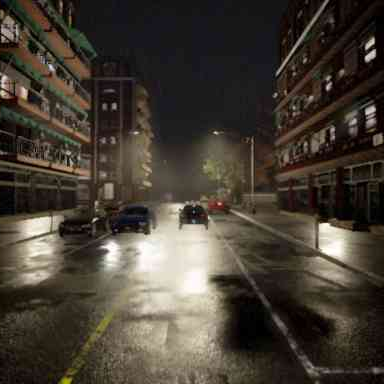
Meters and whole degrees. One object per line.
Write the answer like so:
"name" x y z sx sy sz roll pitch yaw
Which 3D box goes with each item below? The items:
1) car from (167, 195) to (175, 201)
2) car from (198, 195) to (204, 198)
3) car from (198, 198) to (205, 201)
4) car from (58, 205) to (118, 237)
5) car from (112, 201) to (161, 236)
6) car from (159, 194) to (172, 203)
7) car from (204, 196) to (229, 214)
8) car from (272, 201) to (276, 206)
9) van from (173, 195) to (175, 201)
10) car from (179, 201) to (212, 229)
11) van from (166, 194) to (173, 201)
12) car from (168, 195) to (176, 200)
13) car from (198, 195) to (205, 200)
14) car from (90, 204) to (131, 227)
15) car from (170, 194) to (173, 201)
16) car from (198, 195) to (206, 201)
"car" -5.653 1.592 89.569 1.802 1.307 4.206 1 0 0
"car" 2.723 1.529 73.115 1.752 1.417 4.829 1 0 0
"car" 0.110 1.596 34.728 1.895 1.301 4.718 0 0 0
"car" -5.638 1.547 17.802 2.008 1.369 4.403 1 0 0
"car" -3.079 1.473 18.448 1.882 1.535 5.008 0 0 0
"car" -5.659 1.583 67.415 1.802 1.307 4.206 1 0 0
"car" 2.717 1.310 34.914 2.192 1.841 5.009 1 0 0
"car" 15.227 1.586 53.944 4.313 1.339 1.947 0 -1 1
"van" -5.651 1.346 78.491 1.690 1.788 3.998 1 0 0
"car" 0.101 1.521 21.542 1.812 1.442 4.674 0 0 0
"van" -5.650 1.349 84.030 1.690 1.788 3.998 1 0 0
"car" -5.651 1.565 95.108 2.008 1.369 4.403 1 0 0
"car" 2.728 1.580 95.097 1.947 1.339 4.313 1 0 0
"car" -5.637 1.577 23.487 1.802 1.307 4.206 1 0 0
"car" -5.657 1.585 72.952 1.802 1.307 4.206 1 0 0
"car" 2.727 1.562 89.558 2.008 1.369 4.403 1 0 0
